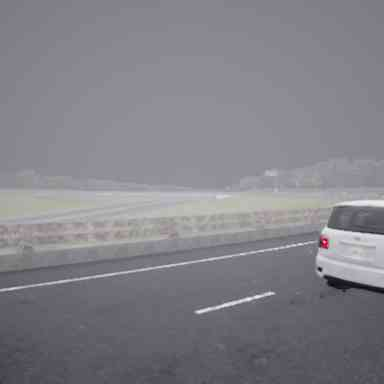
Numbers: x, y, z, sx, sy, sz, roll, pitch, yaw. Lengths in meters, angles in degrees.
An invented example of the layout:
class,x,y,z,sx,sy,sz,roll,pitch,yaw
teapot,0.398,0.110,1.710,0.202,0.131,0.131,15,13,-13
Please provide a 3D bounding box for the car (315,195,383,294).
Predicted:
class,x,y,z,sx,sy,sz,roll,pitch,yaw
car,5.154,1.195,7.749,5.566,2.045,2.150,0,1,-37
